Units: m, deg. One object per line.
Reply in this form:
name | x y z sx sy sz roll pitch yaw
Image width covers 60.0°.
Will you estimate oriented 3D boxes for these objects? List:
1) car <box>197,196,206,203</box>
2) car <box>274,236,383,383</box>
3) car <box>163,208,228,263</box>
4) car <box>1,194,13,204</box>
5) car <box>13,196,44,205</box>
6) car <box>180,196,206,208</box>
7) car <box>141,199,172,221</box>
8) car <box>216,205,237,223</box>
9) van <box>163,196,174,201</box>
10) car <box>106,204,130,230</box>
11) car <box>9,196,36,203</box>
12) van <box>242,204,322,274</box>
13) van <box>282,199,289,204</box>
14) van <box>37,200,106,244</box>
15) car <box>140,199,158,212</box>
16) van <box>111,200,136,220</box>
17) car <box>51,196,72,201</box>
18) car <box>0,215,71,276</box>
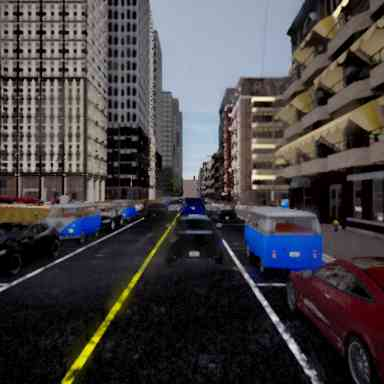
car | 2.677 2.006 93.599 2.192 1.841 5.009 0 0 0
car | 2.689 1.617 4.931 1.802 1.307 4.206 0 0 0
car | 0.082 1.592 12.314 1.837 1.490 4.892 0 0 0
car | -32.284 1.122 55.231 5.009 1.841 2.192 1 -1 0
car | -26.715 1.497 55.236 4.206 1.307 1.802 1 -1 0
car | 0.090 1.433 29.869 2.150 2.045 5.566 0 0 0
car | -3.100 1.688 30.058 1.882 1.535 5.008 0 0 0
car | 2.687 1.744 27.525 2.008 1.369 4.403 0 0 0
van | -5.701 1.901 76.944 1.690 1.788 3.998 0 0 0
car | -5.693 1.703 21.876 2.008 1.369 4.403 0 0 0
car | -32.371 1.436 63.604 4.206 1.307 1.802 1 -1 0
van | 2.689 1.415 10.581 1.690 1.788 3.998 0 0 0
van | 16.923 2.099 55.204 3.998 1.788 1.690 1 -1 0
van | -5.693 1.454 16.229 1.690 1.788 3.998 0 0 0
car | -5.697 1.756 44.470 1.967 1.590 4.097 0 0 0
van | -5.694 1.534 27.526 1.690 1.788 3.998 0 0 0
car | -21.138 1.463 55.253 4.097 1.590 1.967 1 -1 0
car | -5.691 1.639 10.578 1.947 1.339 4.313 0 0 0
